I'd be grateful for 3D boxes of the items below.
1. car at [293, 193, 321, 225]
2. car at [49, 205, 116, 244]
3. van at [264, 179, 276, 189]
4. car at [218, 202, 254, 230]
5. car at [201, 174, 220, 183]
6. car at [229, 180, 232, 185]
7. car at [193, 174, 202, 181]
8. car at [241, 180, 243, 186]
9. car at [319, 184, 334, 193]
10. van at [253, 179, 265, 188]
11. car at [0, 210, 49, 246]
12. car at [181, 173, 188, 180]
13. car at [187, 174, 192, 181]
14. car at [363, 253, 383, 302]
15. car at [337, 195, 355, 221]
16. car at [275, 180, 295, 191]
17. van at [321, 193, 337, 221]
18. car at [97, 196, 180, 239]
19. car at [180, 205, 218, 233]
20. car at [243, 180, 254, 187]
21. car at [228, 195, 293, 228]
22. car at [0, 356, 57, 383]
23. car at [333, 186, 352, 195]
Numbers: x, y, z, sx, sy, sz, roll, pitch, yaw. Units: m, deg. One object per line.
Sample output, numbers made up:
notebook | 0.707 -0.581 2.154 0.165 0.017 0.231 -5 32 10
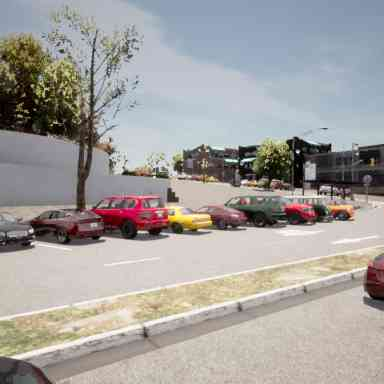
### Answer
car | 6.116 1.267 24.480 5.566 2.045 2.435 -1 -1 35
car | -6.195 1.524 15.816 4.792 1.488 2.163 -1 -1 35
van | 17.291 -1.490 68.614 1.878 1.987 4.442 7 4 35
car | 1.176 1.549 21.017 4.674 1.452 2.002 -1 -1 35
car | 5.308 -3.175 86.109 1.946 1.575 5.366 7 3 34
car | 10.413 -2.316 78.599 2.002 1.452 4.674 7 3 35
car | 3.457 -3.698 88.368 2.435 2.045 5.566 7 3 34
car | 12.156 -2.043 76.137 2.002 1.452 4.674 7 4 35
car | 24.262 -0.425 58.866 2.435 2.045 5.566 7 3 35
van | 15.562 -1.763 71.085 1.878 1.987 4.442 7 4 35
car | -8.615 1.493 14.070 4.892 1.521 2.231 -1 -1 35
car | -0.068 -4.084 93.304 2.185 1.767 4.553 4 1 33
car | 1.662 -3.849 90.834 2.185 1.767 4.553 6 3 34
car | 5.558 1.574 7.103 4.181 1.385 1.994 0 0 -34
car | 11.064 1.404 27.900 4.553 1.767 2.185 -1 -1 35
car | 19.051 -0.991 66.252 2.231 1.521 4.892 7 3 35
van | 8.655 1.297 26.150 4.442 1.987 1.878 -1 -1 35
car | -3.750 1.248 17.562 5.566 2.045 2.435 -1 -1 35
car | -1.431 1.503 19.389 5.366 1.575 1.946 -1 -1 35
car | 13.987 -1.811 73.816 1.946 1.575 5.366 7 3 35
car | 3.603 1.263 22.775 5.566 2.045 2.435 -1 -1 35
car | -2.882 1.504 1.076 4.892 1.490 1.837 0 0 -35
car | 25.953 0.137 56.394 2.002 1.452 4.674 7 3 35
